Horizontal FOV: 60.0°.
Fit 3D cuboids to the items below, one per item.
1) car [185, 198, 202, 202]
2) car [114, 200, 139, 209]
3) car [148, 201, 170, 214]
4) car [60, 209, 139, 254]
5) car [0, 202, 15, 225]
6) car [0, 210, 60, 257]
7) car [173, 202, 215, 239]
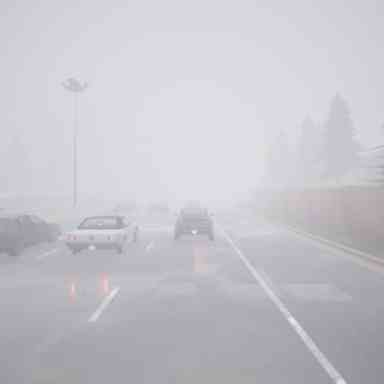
[{"bbox_3d":[0.133,1.495,40.978,2.128,1.511,4.902,0,0,1],"label":"car"},{"bbox_3d":[-6.903,1.549,35.301,2.033,1.411,5.357,0,0,0],"label":"car"},{"bbox_3d":[-3.403,1.603,35.046,1.895,1.301,4.718,0,0,0],"label":"car"},{"bbox_3d":[-3.401,1.602,13.555,1.895,1.301,4.718,0,0,0],"label":"car"},{"bbox_3d":[-14.002,1.499,21.869,2.128,1.511,4.902,0,0,0],"label":"car"},{"bbox_3d":[-6.901,1.548,12.888,2.033,1.411,5.357,0,0,0],"label":"car"},{"bbox_3d":[0.099,1.507,17.195,1.837,1.490,4.892,0,0,0],"label":"car"}]
